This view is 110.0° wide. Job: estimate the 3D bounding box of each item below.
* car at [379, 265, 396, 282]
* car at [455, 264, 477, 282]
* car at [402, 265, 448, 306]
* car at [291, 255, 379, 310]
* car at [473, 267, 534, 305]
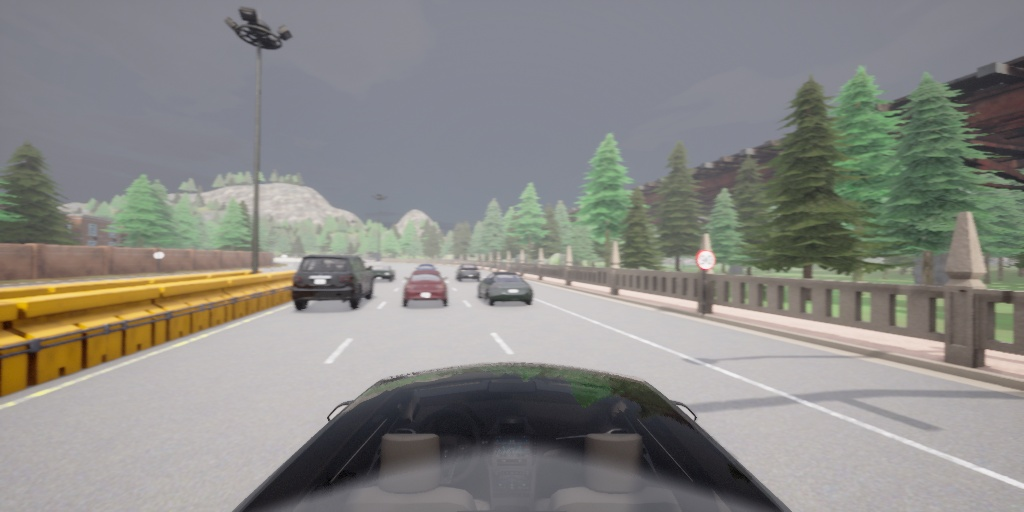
[{"bbox_3d":[-10.650,1.418,29.496,1.895,1.301,4.718,1,0,-13],"label":"car"},{"bbox_3d":[-3.881,1.409,31.297,2.128,1.511,4.902,1,0,-13],"label":"car"},{"bbox_3d":[-3.829,1.331,15.971,1.812,1.442,4.674,1,0,-13],"label":"car"},{"bbox_3d":[-7.152,0.971,14.825,2.150,2.045,5.566,1,0,-13],"label":"car"},{"bbox_3d":[-0.412,1.419,16.734,1.994,1.385,4.181,1,0,-13],"label":"car"}]
